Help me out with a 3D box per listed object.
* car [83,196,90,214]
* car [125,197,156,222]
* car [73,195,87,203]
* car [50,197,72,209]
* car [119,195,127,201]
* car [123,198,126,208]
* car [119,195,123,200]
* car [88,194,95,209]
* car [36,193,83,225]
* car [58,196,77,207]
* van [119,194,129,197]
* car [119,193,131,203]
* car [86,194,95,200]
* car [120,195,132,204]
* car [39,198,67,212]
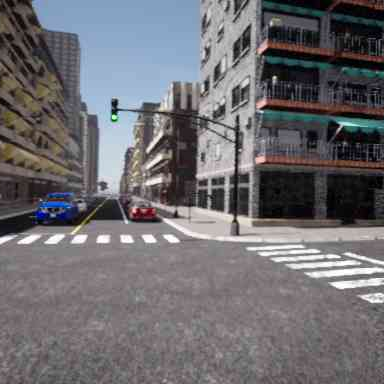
[{"bbox_3d":[-11.411,1.377,32.737,1.812,1.442,4.674,1,0,-13],"label":"car"},{"bbox_3d":[-3.969,1.450,26.310,1.967,1.590,4.097,2,0,-13],"label":"car"},{"bbox_3d":[-20.904,1.289,62.146,1.887,1.381,4.507,2,0,-13],"label":"car"},{"bbox_3d":[-15.892,1.355,40.584,1.802,1.307,4.206,2,0,-13],"label":"car"},{"bbox_3d":[-17.756,1.476,85.605,1.887,1.381,4.507,2,0,-13],"label":"car"},{"bbox_3d":[-5.225,1.551,31.700,2.008,1.369,4.403,2,0,-13],"label":"car"},{"bbox_3d":[-10.238,1.551,53.262,1.802,1.307,4.206,2,0,-13],"label":"car"},{"bbox_3d":[-13.757,1.328,42.899,2.128,1.511,4.902,1,0,-13],"label":"car"},{"bbox_3d":[-9.183,1.089,23.195,2.150,2.045,5.566,1,0,-13],"label":"car"},{"bbox_3d":[-17.145,1.331,45.976,1.947,1.339,4.313,2,0,-13],"label":"car"},{"bbox_3d":[-11.485,1.303,58.654,1.690,1.788,3.998,2,0,-13],"label":"van"},{"bbox_3d":[-13.990,1.264,69.435,2.192,1.841,5.009,2,0,-13],"label":"car"},{"bbox_3d":[-27.170,1.266,89.099,2.008,1.369,4.403,2,0,-13],"label":"car"},{"bbox_3d":[-8.985,1.558,47.872,1.802,1.307,4.206,2,0,-13],"label":"car"},{"bbox_3d":[-14.639,1.332,35.194,2.008,1.369,4.403,2,0,-13],"label":"car"}]
